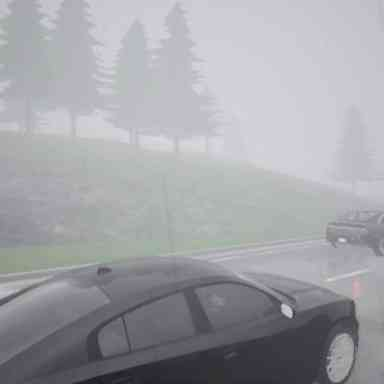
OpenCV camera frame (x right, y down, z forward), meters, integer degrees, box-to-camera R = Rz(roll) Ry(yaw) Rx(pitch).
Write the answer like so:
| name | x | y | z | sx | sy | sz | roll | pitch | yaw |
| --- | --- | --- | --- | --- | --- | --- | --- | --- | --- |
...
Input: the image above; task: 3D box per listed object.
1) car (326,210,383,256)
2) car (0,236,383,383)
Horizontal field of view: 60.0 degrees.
| name | x | y | z | sx | sy | sz | roll | pitch | yaw |
| --- | --- | --- | --- | --- | --- | --- | --- | --- | --- |
| car | 7.253 | 1.467 | 12.998 | 4.902 | 1.511 | 2.128 | 0 | 0 | -34 |
| car | -0.150 | 1.470 | 3.607 | 5.008 | 1.535 | 1.882 | 0 | 0 | -35 |
